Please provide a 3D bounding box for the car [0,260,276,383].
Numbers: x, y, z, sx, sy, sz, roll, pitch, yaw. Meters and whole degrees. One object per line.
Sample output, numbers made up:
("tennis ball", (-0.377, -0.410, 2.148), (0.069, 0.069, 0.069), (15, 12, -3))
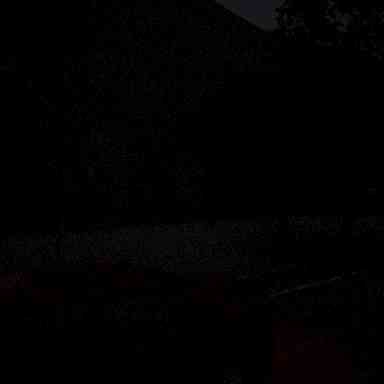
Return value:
("car", (-1.406, 1.478, 2.989), (5.008, 1.535, 1.882), (0, 0, -35))
